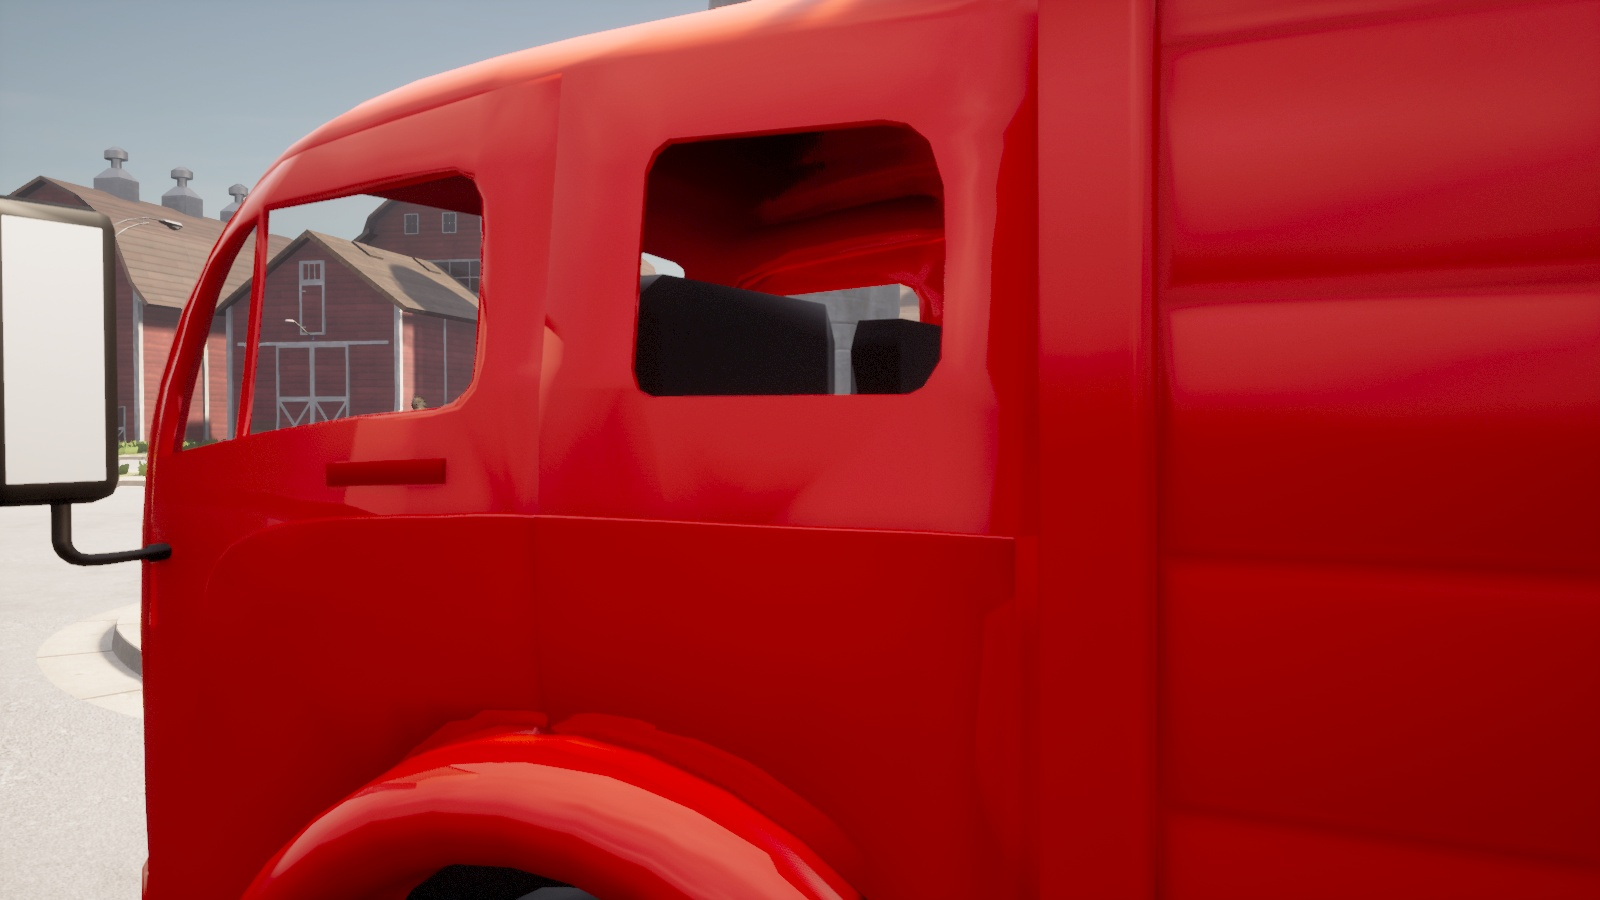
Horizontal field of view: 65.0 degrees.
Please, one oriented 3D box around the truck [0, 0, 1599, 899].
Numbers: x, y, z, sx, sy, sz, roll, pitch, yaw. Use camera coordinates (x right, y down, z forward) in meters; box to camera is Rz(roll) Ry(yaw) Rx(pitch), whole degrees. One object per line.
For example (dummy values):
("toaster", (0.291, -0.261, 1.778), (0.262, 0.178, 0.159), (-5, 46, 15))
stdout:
("truck", (1.405, 0.308, 1.755), (5.204, 2.467, 2.627), (1, 1, 28))
